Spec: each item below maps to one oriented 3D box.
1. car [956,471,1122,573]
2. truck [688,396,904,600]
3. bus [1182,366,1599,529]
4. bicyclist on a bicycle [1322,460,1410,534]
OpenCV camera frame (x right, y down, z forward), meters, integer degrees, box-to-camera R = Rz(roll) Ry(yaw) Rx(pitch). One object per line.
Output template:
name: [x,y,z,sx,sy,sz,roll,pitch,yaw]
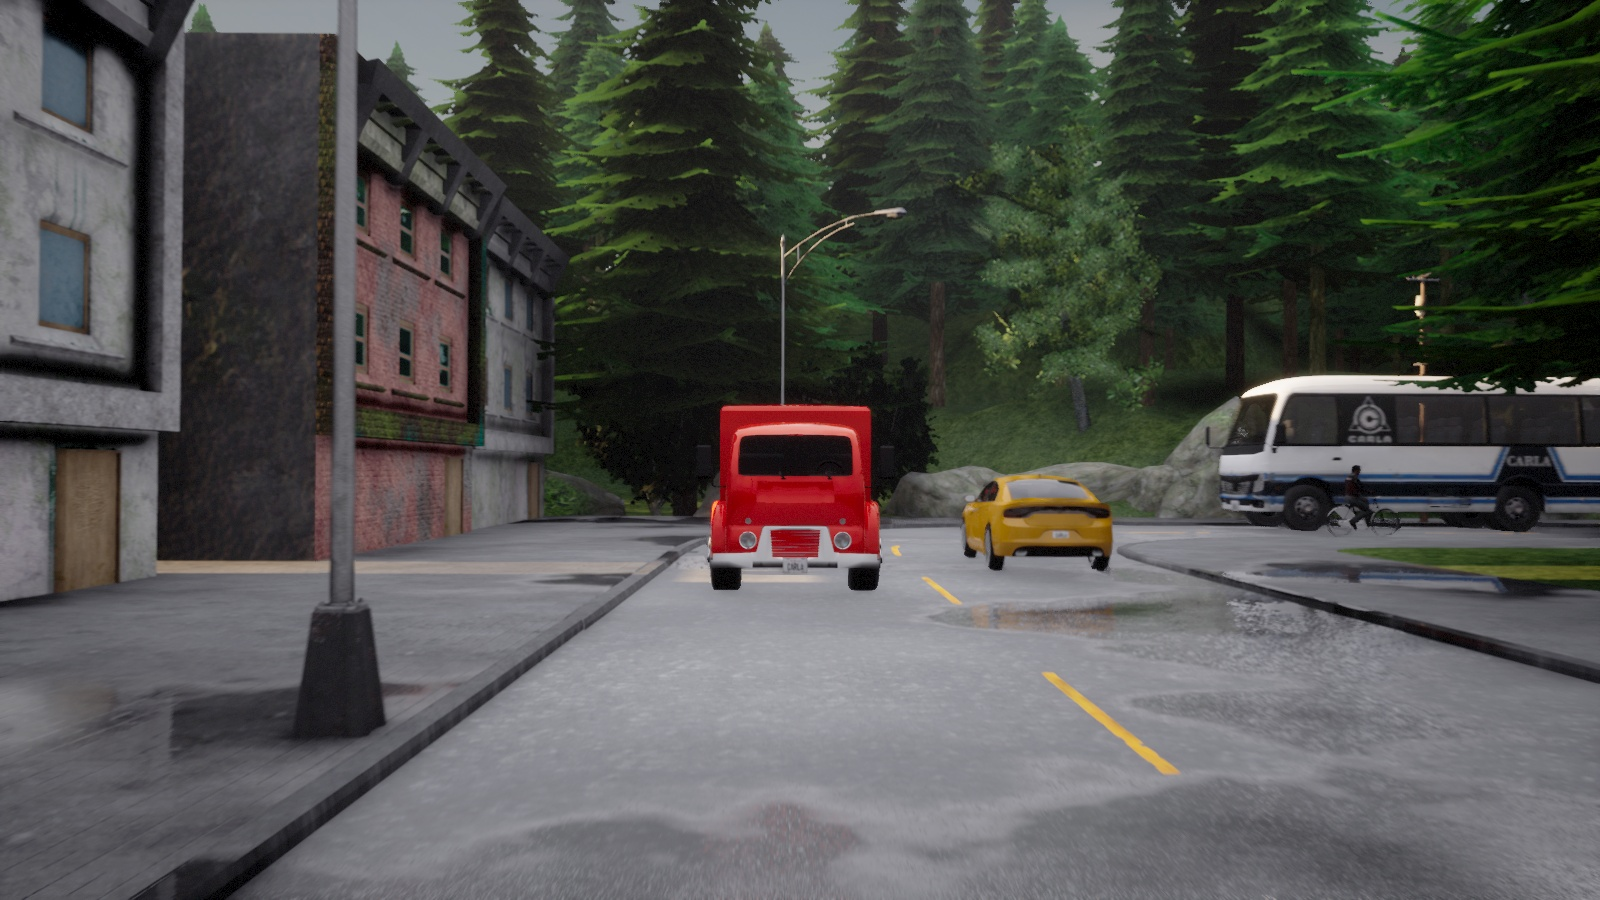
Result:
car: [3.951,1.139,21.630,1.882,1.535,5.008,0,-1,0]
truck: [-0.063,0.628,17.904,2.627,2.467,5.204,0,-1,0]
bus: [16.396,-0.042,34.946,10.273,4.253,3.944,0,-1,0]
bicyclist on a bicycle: [13.851,1.144,30.745,1.843,1.776,0.659,0,-1,-5]
